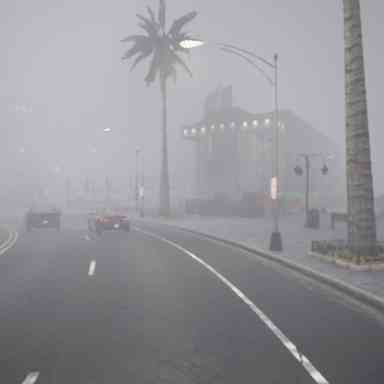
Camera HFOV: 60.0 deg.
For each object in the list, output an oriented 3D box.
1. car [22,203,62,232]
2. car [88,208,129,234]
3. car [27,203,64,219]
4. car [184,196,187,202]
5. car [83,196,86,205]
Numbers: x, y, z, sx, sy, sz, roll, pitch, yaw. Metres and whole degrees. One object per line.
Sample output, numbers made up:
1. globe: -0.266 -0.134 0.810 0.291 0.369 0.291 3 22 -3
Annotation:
1. car: -9.955 1.648 21.851 1.882 1.535 5.008 1 -1 -30
2. car: -5.123 1.680 20.229 1.812 1.442 4.674 0 -1 -26
3. car: -14.751 1.823 33.327 4.181 1.385 1.994 0 -1 45
4. car: -0.300 1.870 60.811 4.674 1.452 2.002 0 -1 33
5. car: -20.572 1.719 60.464 4.553 1.767 2.185 0 -1 33
